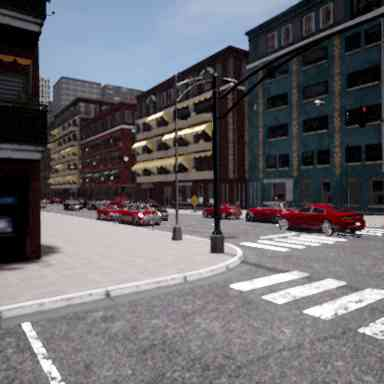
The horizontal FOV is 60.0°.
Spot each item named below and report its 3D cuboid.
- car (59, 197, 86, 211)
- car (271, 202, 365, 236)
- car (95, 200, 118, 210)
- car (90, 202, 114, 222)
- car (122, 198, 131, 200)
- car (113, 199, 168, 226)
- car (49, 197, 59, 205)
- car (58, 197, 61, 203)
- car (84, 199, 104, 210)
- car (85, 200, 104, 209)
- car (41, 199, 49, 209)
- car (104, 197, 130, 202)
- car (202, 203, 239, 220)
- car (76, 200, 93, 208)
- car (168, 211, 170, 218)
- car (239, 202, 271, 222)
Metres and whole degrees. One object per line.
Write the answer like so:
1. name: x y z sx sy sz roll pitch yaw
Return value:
1. car: -17.117 1.934 47.852 2.128 1.511 4.902 -1 0 -34
2. car: 6.898 1.430 18.302 1.882 1.535 5.008 0 -1 -28
3. car: -13.303 1.956 51.711 2.008 1.369 4.403 -2 0 -35
4. car: -7.031 1.787 28.988 1.802 1.307 4.206 -1 0 -35
5. car: -6.944 1.836 42.616 1.947 1.339 4.313 -2 0 -35
6. car: -3.855 1.577 24.440 1.967 1.590 4.097 -1 0 -35
7. car: -32.384 2.122 78.996 2.192 1.841 5.009 -1 0 -35
8. car: -26.020 2.225 69.901 2.008 1.369 4.403 -1 0 -35
9. car: -13.535 1.953 47.659 1.994 1.385 4.181 -1 0 -34
10. car: -16.481 2.055 56.259 1.802 1.307 4.206 -1 0 -35
11. car: -26.109 2.051 56.273 1.967 1.590 4.097 -1 0 -35
12. car: -10.129 1.653 47.163 2.192 1.841 5.009 -2 0 -35
13. car: 2.597 1.649 28.977 1.802 1.307 4.206 -2 0 -35
14. car: -19.661 2.122 60.807 1.802 1.307 4.206 -1 0 -35
15. car: -3.709 1.660 28.554 1.837 1.490 4.892 -1 0 -35
16. car: 5.777 1.439 24.431 1.967 1.590 4.097 -2 0 -35
